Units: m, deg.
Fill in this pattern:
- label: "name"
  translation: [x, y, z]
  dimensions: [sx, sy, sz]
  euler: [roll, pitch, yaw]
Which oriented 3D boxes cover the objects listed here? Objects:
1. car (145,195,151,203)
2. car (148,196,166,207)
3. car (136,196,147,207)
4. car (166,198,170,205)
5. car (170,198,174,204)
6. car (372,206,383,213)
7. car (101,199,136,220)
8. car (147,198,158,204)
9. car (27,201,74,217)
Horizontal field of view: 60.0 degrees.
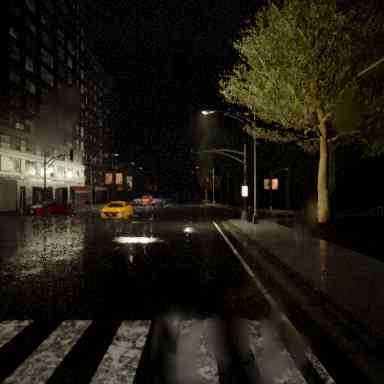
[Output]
- label: "car"
  translation: [-9.582, 1.735, 71.155]
  dimensions: [2.150, 2.045, 5.566]
  euler: [0, -1, 0]
- label: "car"
  translation: [-6.312, 1.920, 60.358]
  dimensions: [2.033, 1.411, 5.357]
  euler: [0, -1, -2]
- label: "car"
  translation: [-9.681, 1.921, 59.167]
  dimensions: [1.994, 1.385, 4.181]
  euler: [0, -1, 0]
- label: "car"
  translation: [-6.329, 2.051, 72.311]
  dimensions: [1.812, 1.442, 4.674]
  euler: [0, -1, 0]
- label: "car"
  translation: [-6.303, 2.225, 83.125]
  dimensions: [2.033, 1.411, 5.357]
  euler: [0, -1, 0]
- label: "car"
  translation: [41.785, 3.904, 74.357]
  dimensions: [4.892, 1.490, 1.837]
  euler: [4, -3, -45]
- label: "car"
  translation: [-6.533, 1.585, 29.247]
  dimensions: [1.882, 1.535, 5.008]
  euler: [0, 0, 0]
- label: "car"
  translation: [-9.557, 2.188, 81.599]
  dimensions: [2.128, 1.511, 4.902]
  euler: [0, -1, 0]
- label: "car"
  translation: [-13.246, 1.539, 31.319]
  dimensions: [1.994, 1.385, 4.181]
  euler: [4, 2, 30]
